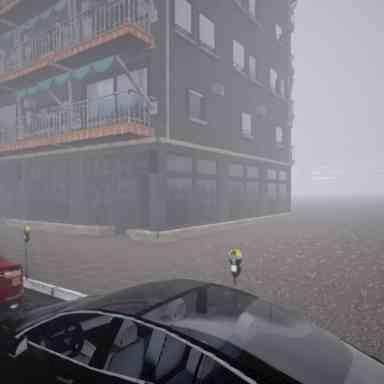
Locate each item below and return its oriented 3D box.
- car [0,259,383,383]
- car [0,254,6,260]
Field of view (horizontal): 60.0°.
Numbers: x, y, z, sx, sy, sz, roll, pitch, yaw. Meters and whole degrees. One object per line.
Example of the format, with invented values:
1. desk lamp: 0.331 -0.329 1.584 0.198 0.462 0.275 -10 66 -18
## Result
1. car: -0.469 1.566 3.205 4.313 1.339 1.947 0 0 35
2. car: -5.063 1.545 6.470 4.507 1.381 1.887 0 0 35
